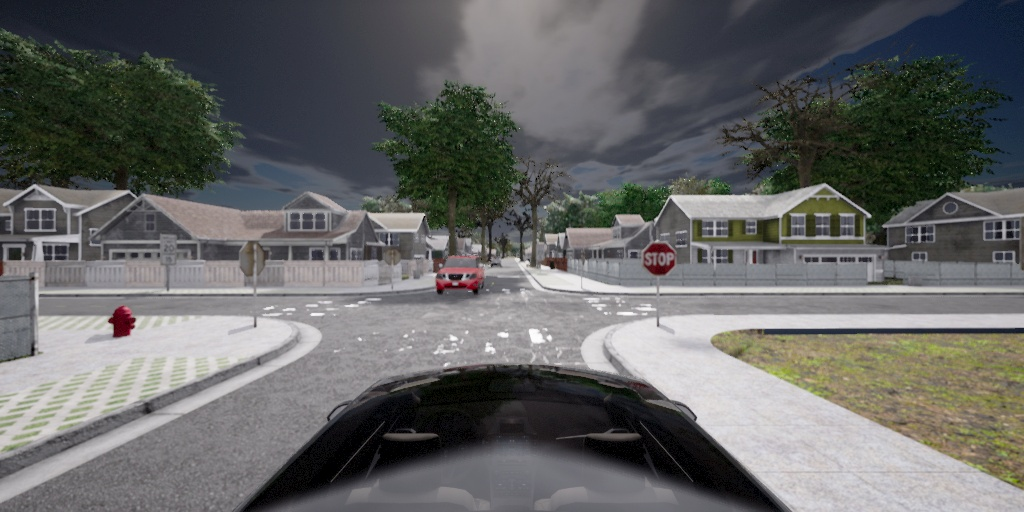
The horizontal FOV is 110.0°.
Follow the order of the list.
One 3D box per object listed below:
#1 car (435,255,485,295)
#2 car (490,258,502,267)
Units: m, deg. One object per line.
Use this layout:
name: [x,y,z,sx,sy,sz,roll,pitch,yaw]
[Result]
car: [-2.752,0.983,20.143,2.150,2.045,5.566,0,0,0]
car: [-2.752,1.160,62.215,1.837,1.490,4.892,0,0,0]
